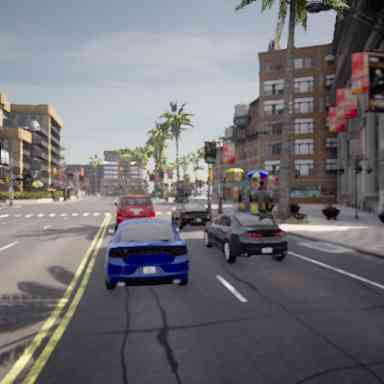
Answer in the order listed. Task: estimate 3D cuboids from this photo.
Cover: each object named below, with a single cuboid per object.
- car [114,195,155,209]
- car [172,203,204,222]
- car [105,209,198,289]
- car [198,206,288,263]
[{"bbox_3d":[-3.433,1.174,19.915,2.150,2.045,5.566,0,0,-12],"label":"car"},{"bbox_3d":[-0.122,1.416,21.109,1.882,1.535,5.008,0,0,-12],"label":"car"},{"bbox_3d":[-1.294,1.454,9.237,1.882,1.535,5.008,0,0,-10],"label":"car"},{"bbox_3d":[1.720,1.461,11.952,1.837,1.490,4.892,0,-1,-11],"label":"car"}]
